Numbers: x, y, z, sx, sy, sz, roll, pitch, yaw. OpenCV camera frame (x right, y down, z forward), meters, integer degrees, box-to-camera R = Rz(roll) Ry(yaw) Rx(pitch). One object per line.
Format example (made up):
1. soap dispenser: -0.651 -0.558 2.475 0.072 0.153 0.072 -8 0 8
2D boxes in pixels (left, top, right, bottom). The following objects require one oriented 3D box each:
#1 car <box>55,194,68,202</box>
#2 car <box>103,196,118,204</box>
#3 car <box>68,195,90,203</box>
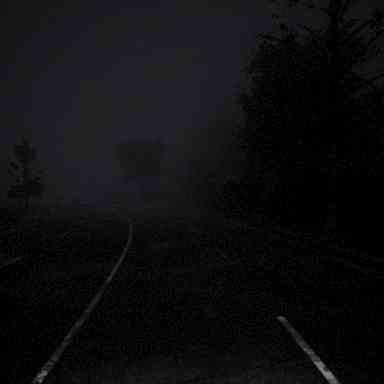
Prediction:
1. car: -31.124 1.255 79.666 2.097 1.767 4.553 -3 4 -43
2. car: -16.074 1.494 65.729 1.837 1.490 4.892 -2 1 -33
3. car: -24.463 1.572 71.641 1.882 1.535 5.008 -3 3 -38
